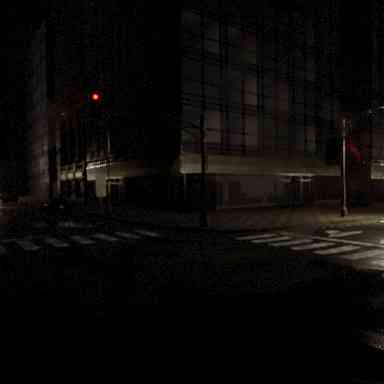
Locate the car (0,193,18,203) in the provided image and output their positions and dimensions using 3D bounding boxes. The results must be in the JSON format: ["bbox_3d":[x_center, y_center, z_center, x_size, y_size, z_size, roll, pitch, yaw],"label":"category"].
[{"bbox_3d":[-28.185,0.987,51.678,1.887,1.381,4.507,-1,1,-36],"label":"car"}]

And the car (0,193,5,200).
[{"bbox_3d":[-38.030,0.876,65.472,1.802,1.307,4.206,-1,1,-36],"label":"car"}]

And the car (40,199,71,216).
[{"bbox_3d":[-11.777,1.231,28.688,1.947,1.339,4.313,-1,1,-36],"label":"car"}]
